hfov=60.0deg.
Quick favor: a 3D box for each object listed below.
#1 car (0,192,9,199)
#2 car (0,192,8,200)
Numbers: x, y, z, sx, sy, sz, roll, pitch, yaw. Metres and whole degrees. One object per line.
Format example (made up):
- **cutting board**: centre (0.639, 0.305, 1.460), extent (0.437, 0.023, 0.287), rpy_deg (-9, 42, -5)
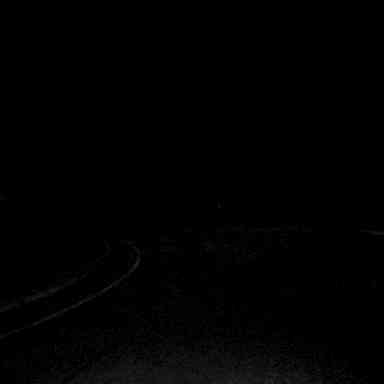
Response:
- **car**: centre (-41.838, 0.715, 73.819), extent (2.128, 1.511, 4.902), rpy_deg (1, 0, -28)
- **car**: centre (-36.962, 0.783, 64.610), extent (1.837, 1.490, 4.892), rpy_deg (1, 0, -28)
